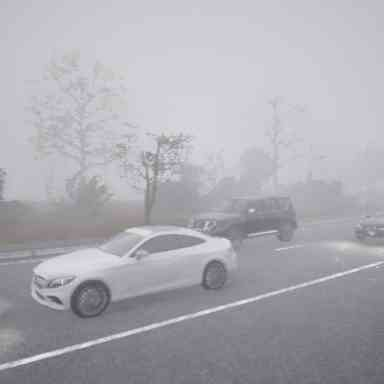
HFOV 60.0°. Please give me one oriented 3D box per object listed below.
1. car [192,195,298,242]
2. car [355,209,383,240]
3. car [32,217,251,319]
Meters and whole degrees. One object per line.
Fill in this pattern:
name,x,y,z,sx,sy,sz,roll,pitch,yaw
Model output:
car,2.353,1.213,14.562,5.566,2.045,2.150,-2,1,-38
car,9.567,1.512,15.854,4.674,1.442,1.812,0,0,-39
car,-1.039,1.532,7.527,4.674,1.442,1.812,0,0,-36
